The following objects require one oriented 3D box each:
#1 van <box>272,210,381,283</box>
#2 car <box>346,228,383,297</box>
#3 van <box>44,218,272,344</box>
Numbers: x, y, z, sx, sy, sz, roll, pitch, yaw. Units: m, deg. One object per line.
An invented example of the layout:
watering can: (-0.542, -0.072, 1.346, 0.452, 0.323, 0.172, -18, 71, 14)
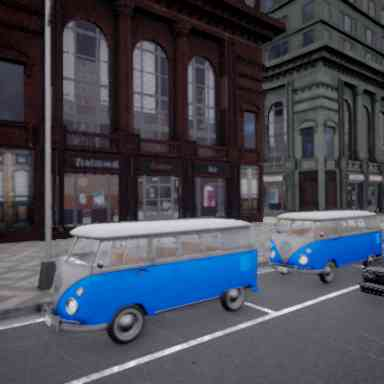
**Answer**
van: (3.972, 1.454, 9.740, 3.998, 1.788, 1.690, 0, -1, -37)
car: (6.076, 1.618, 7.863, 5.357, 1.411, 2.033, 0, -1, -37)
van: (-0.514, 1.440, 6.328, 3.998, 1.788, 1.690, 0, -1, -37)
